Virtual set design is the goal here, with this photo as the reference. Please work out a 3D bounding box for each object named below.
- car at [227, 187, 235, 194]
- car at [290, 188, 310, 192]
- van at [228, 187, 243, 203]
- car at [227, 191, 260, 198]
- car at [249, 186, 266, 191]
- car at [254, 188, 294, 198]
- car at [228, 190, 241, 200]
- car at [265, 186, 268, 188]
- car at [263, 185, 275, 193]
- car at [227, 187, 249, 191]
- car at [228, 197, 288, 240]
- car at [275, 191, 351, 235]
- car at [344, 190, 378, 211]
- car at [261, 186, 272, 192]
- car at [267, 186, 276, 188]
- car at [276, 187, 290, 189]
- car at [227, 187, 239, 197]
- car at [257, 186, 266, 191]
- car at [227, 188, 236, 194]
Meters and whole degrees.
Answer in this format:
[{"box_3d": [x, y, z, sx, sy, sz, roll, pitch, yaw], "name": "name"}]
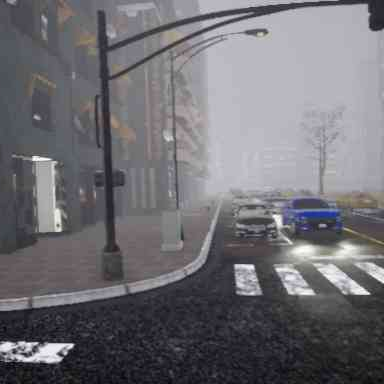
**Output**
[{"box_3d": [9.411, -0.364, 80.468, 2.008, 1.369, 4.403, -2, 1, 6], "name": "car"}, {"box_3d": [13.772, 0.235, 41.088, 1.802, 1.307, 4.206, -2, 1, 6], "name": "car"}, {"box_3d": [5.433, 0.305, 41.950, 1.690, 1.788, 3.998, -2, 1, 6], "name": "van"}, {"box_3d": [3.740, 0.899, 25.448, 2.008, 1.369, 4.403, -2, 1, 6], "name": "car"}, {"box_3d": [8.511, 0.316, 45.880, 2.033, 1.411, 5.357, -2, 1, 7], "name": "car"}, {"box_3d": [6.487, 0.706, 26.839, 2.128, 1.511, 4.902, -2, 1, 6], "name": "car"}, {"box_3d": [6.010, 0.418, 47.456, 1.802, 1.307, 4.206, -2, 1, 6], "name": "car"}, {"box_3d": [16.606, -0.428, 68.598, 2.008, 1.369, 4.403, -2, 1, 6], "name": "car"}, {"box_3d": [17.169, -0.662, 74.097, 1.967, 1.590, 4.097, -2, 1, 6], "name": "car"}, {"box_3d": [4.870, 0.532, 36.449, 1.967, 1.590, 4.097, -2, 1, 6], "name": "car"}, {"box_3d": [2.607, 1.159, 14.443, 2.008, 1.369, 4.403, -2, 1, 6], "name": "car"}, {"box_3d": [5.294, 0.963, 15.328, 1.882, 1.535, 5.008, -2, 1, 6], "name": "car"}, {"box_3d": [12.086, 0.559, 24.750, 1.752, 1.417, 4.829, -2, 1, 6], "name": "car"}, {"box_3d": [17.741, -0.675, 79.602, 2.008, 1.369, 4.403, -2, 1, 6], "name": "car"}, {"box_3d": [16.039, -0.309, 63.096, 1.887, 1.381, 4.507, -2, 1, 6], "name": "car"}, {"box_3d": [14.921, -0.081, 52.260, 1.752, 1.417, 4.829, -2, 1, 6], "name": "car"}, {"box_3d": [7.138, 0.023, 58.458, 1.967, 1.590, 4.097, -2, 1, 6], "name": "car"}, {"box_3d": [18.891, -0.950, 90.774, 1.752, 1.417, 4.829, -2, 1, 6], "name": "car"}, {"box_3d": [8.844, -0.240, 74.965, 2.008, 1.369, 4.403, -2, 1, 6], "name": "car"}]
